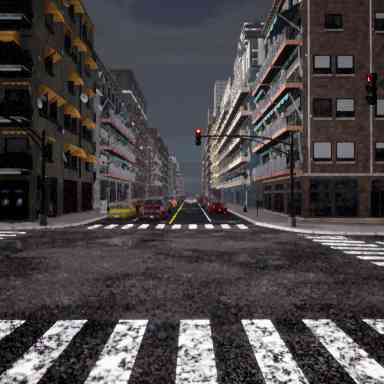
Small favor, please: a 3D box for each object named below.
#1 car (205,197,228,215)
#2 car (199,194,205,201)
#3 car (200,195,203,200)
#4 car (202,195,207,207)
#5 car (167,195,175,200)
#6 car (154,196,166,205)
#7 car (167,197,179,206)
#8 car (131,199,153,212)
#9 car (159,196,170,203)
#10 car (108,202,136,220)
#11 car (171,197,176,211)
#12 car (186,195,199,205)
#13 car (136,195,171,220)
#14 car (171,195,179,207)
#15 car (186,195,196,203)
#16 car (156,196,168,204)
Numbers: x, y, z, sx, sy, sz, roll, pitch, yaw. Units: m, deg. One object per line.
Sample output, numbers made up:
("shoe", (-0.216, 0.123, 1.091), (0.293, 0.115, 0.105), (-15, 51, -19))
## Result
("car", (2.586, 1.554, 33.570), (1.887, 1.381, 4.507), (1, 0, 0))
("car", (2.726, 1.382, 81.883), (2.097, 1.767, 4.553), (0, 0, 0))
("car", (2.530, 1.597, 50.140), (1.802, 1.307, 4.206), (1, 0, 0))
("car", (2.568, 1.451, 39.093), (1.967, 1.590, 4.097), (1, 0, 0))
("car", (-5.998, 1.589, 94.313), (2.008, 1.369, 4.403), (1, 0, 0))
("car", (-5.887, 1.545, 61.003), (1.752, 1.417, 4.829), (1, 0, 0))
("car", (-3.254, 1.619, 58.177), (1.895, 1.301, 4.718), (0, 0, -1))
("car", (-5.814, 1.555, 39.079), (1.887, 1.381, 4.507), (1, 0, 0))
("car", (-5.925, 1.570, 72.220), (1.887, 1.381, 4.507), (1, 0, 0))
("car", (-5.776, 1.532, 27.862), (1.752, 1.417, 4.829), (1, 0, 0))
("car", (-3.227, 1.558, 37.608), (2.033, 1.411, 5.357), (0, 0, 0))
("car", (-0.199, 1.620, 59.851), (1.895, 1.301, 4.718), (0, 0, 0))
("car", (-3.168, 1.359, 28.116), (2.097, 1.767, 4.553), (0, 0, -1))
("car", (-3.249, 1.366, 47.397), (2.097, 1.767, 4.553), (0, 0, 0))
("car", (-0.233, 1.480, 69.828), (2.128, 1.511, 4.902), (0, 0, 0))
("car", (-5.906, 1.573, 66.697), (2.008, 1.369, 4.403), (1, 0, 0))
